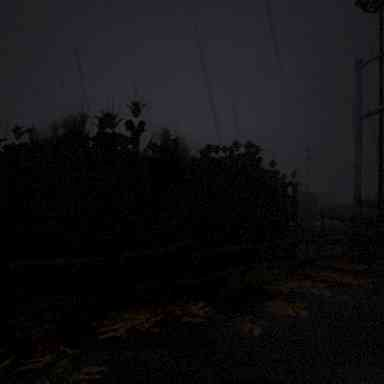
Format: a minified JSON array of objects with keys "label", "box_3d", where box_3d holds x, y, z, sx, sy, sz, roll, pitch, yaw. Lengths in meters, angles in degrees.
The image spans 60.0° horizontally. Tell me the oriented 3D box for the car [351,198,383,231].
[{"label":"car","box_3d":[11.905,1.433,18.666,2.150,2.045,5.566,1,1,-35]}]
